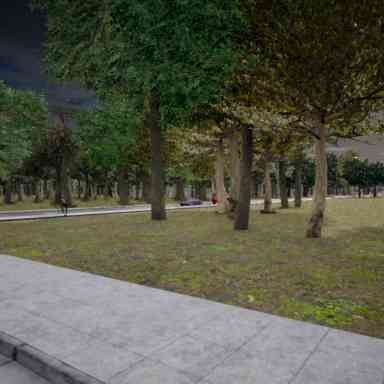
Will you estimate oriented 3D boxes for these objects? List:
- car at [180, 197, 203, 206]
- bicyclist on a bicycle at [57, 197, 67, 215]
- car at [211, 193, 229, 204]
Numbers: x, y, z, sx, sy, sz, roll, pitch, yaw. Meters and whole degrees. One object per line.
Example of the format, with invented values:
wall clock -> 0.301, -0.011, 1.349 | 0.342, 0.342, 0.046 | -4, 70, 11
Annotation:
car -> -0.038, 1.535, 51.913 | 1.994, 1.385, 4.181 | 0, 0, 36
bicyclist on a bicycle -> -11.864, 1.292, 30.360 | 1.656, 1.620, 0.582 | 0, 0, 36
car -> 5.647, 1.191, 59.925 | 2.150, 2.045, 5.566 | 0, 0, 36
